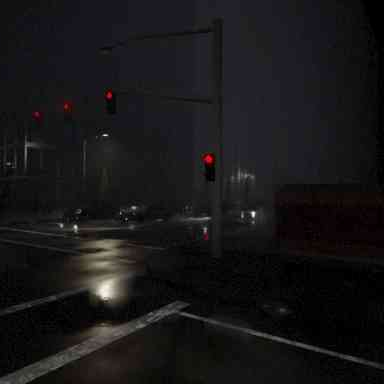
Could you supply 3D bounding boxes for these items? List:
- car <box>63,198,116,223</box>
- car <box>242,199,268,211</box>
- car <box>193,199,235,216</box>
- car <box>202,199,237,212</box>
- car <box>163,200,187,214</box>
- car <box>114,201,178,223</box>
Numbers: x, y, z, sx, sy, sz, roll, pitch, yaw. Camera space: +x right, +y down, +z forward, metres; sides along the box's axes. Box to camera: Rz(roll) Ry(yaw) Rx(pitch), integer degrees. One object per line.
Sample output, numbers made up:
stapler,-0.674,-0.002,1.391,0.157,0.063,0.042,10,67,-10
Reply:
car,-7.748,1.407,26.047,2.097,1.767,4.553,0,0,36
car,8.015,1.581,42.007,1.812,1.442,4.674,0,0,36
car,2.039,1.533,33.693,1.882,1.535,5.008,0,0,35
car,3.537,1.603,41.789,2.033,1.411,5.357,0,0,35
car,-2.425,1.560,33.475,1.837,1.490,4.892,0,0,36
car,-3.483,1.656,25.994,1.895,1.301,4.718,0,0,36
